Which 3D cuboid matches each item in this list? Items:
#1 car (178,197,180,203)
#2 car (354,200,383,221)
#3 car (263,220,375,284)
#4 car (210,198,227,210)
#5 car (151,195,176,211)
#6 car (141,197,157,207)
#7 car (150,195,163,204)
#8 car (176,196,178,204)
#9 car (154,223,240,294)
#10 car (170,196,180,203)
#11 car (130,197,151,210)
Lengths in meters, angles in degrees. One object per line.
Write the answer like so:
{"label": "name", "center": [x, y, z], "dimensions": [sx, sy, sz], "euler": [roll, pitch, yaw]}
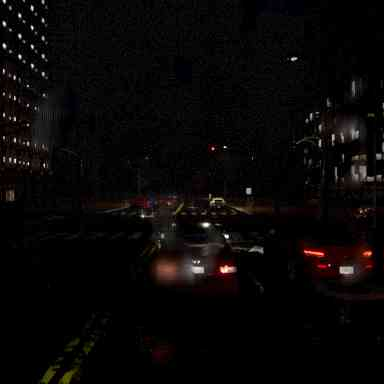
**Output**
{"label": "car", "center": [-3.425, 1.421, 59.167], "dimensions": [2.128, 1.511, 4.902], "euler": [0, 0, 0]}
{"label": "car", "center": [15.622, 1.404, 26.792], "dimensions": [4.553, 1.767, 2.097], "euler": [0, 0, 1]}
{"label": "car", "center": [3.336, 1.522, 9.489], "dimensions": [1.812, 1.442, 4.674], "euler": [0, 0, 0]}
{"label": "car", "center": [3.183, 1.491, 41.116], "dimensions": [1.812, 1.442, 4.674], "euler": [0, 0, 1]}
{"label": "car", "center": [-3.407, 1.319, 40.655], "dimensions": [2.097, 1.767, 4.553], "euler": [0, 0, 0]}
{"label": "car", "center": [-6.676, 1.470, 52.197], "dimensions": [1.812, 1.442, 4.674], "euler": [0, 0, 0]}
{"label": "car", "center": [-6.681, 1.427, 62.562], "dimensions": [1.837, 1.490, 4.892], "euler": [0, 0, 0]}
{"label": "car", "center": [-3.419, 1.455, 49.547], "dimensions": [1.837, 1.490, 4.892], "euler": [0, 0, 0]}
{"label": "car", "center": [0.087, 1.544, 8.904], "dimensions": [2.033, 1.411, 5.357], "euler": [0, 0, 0]}
{"label": "car", "center": [-3.441, 1.471, 69.201], "dimensions": [1.994, 1.385, 4.181], "euler": [0, 0, -1]}
{"label": "car", "center": [-6.662, 1.441, 42.276], "dimensions": [1.882, 1.535, 5.008], "euler": [0, 0, 0]}
